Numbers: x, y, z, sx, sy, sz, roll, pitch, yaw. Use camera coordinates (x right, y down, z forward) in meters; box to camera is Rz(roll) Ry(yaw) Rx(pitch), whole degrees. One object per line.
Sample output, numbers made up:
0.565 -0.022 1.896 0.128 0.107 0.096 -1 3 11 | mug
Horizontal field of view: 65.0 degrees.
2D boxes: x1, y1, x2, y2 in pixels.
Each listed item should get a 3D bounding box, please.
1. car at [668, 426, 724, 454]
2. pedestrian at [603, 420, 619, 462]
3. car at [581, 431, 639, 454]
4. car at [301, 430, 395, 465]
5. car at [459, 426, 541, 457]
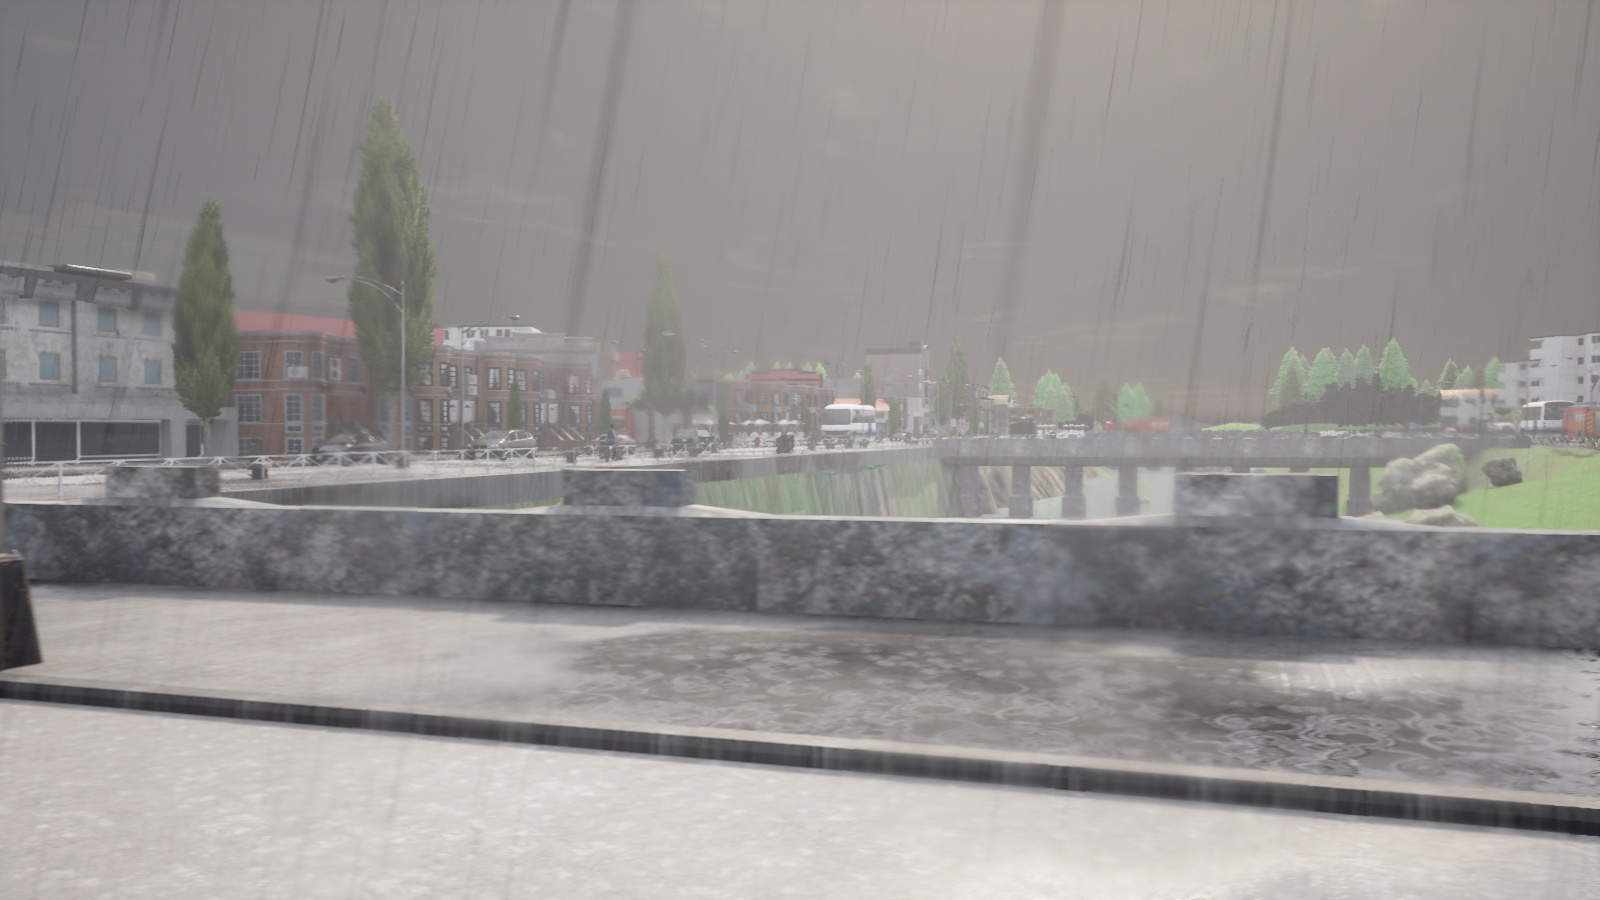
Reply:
-6.906 -0.689 84.158 2.097 1.767 4.553 1 1 19 | car
-8.803 -0.433 58.458 0.396 1.930 0.692 1 1 23 | pedestrian
-12.204 -0.490 80.952 1.812 1.442 4.674 1 1 19 | car
-20.348 -0.145 56.720 1.816 1.474 4.193 1 1 19 | car
-16.342 -0.490 68.634 2.242 1.667 4.611 1 1 19 | car
